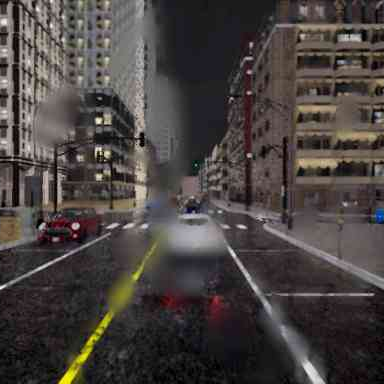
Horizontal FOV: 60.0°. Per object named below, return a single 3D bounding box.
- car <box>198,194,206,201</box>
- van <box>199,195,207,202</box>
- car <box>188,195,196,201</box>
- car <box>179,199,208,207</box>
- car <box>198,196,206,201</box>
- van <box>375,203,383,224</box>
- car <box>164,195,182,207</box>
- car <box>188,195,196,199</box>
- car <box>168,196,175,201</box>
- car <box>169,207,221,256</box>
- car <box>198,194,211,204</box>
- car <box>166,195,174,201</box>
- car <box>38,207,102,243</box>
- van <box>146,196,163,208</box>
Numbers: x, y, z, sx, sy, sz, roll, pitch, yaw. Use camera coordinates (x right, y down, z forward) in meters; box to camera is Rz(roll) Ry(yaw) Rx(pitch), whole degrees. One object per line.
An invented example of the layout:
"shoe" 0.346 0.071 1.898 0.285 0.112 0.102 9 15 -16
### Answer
"car" 2.682 1.528 92.803 2.192 1.841 5.009 0 0 0
"van" 2.683 1.523 81.701 1.690 1.788 3.998 0 0 0
"car" -0.004 1.601 87.896 1.994 1.385 4.181 0 0 0
"car" 0.122 1.655 31.019 1.994 1.385 4.181 1 0 0
"car" 2.683 1.748 87.251 2.008 1.369 4.403 0 0 0
"van" 16.927 1.755 26.654 3.998 1.788 1.690 1 -1 0
"car" -3.066 1.592 55.178 1.882 1.535 5.008 0 0 0
"car" -0.002 1.688 77.473 2.128 1.511 4.902 0 0 0
"car" -5.698 1.737 92.631 1.752 1.417 4.829 0 0 0
"car" 0.100 1.551 13.141 1.812 1.442 4.674 0 0 0
"car" 2.684 1.454 65.049 2.192 1.841 5.009 0 0 0
"car" -5.698 1.637 87.250 1.967 1.590 4.097 0 0 0
"car" -5.693 1.470 15.920 1.967 1.590 4.097 0 0 0
"van" -5.695 1.440 48.394 1.690 1.788 3.998 0 0 0
